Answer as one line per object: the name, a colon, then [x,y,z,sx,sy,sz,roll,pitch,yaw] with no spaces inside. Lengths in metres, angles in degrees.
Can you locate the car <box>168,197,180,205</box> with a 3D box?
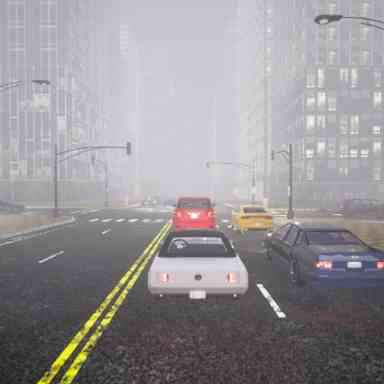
car: [-3.270,1.596,61.155,1.895,1.301,4.718,0,0,0]

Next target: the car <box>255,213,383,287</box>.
car: [3.362,1.550,9.375,2.033,1.411,5.357,0,0,0]

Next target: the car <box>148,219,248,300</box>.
car: [0.108,1.603,8.347,1.895,1.301,4.718,0,0,0]

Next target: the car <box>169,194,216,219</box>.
car: [0.114,1.225,18.106,2.150,2.045,5.566,0,0,0]

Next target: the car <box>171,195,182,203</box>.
car: [-3.193,1.514,71.543,2.128,1.511,4.902,0,0,0]

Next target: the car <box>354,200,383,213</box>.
car: [21.841,1.669,39.065,4.829,1.417,1.752,1,0,1]

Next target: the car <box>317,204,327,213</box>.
car: [16.392,1.614,36.568,5.008,1.535,1.882,1,1,1]

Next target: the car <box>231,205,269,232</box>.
car: [3.369,1.481,19.193,1.882,1.535,5.008,0,0,1]

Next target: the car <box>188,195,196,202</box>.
car: [0.064,1.509,78.034,1.812,1.442,4.674,0,0,0]

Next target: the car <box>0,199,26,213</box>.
car: [-19.365,1.430,33.985,4.181,1.385,1.994,1,1,1]

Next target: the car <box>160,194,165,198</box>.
car: [-6.505,1.473,60.434,1.882,1.535,5.008,0,0,-1]

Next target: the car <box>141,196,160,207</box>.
car: [-6.554,1.491,50.761,2.128,1.511,4.902,0,0,0]

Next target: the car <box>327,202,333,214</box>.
car: [16.919,1.738,33.356,5.357,1.411,2.033,0,1,1]

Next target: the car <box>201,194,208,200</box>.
car: [3.324,1.329,92.000,1.812,1.442,4.674,0,0,0]

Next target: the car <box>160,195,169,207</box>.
car: [-3.298,1.564,51.195,1.994,1.385,4.181,0,0,0]

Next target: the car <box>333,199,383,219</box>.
car: [16.226,1.540,30.783,5.009,1.841,2.192,1,0,1]

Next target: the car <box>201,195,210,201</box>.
car: [3.316,1.513,81.583,2.033,1.411,5.357,0,0,0]

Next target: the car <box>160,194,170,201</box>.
car: [-6.436,1.338,80.635,2.097,1.767,4.553,0,0,0]
